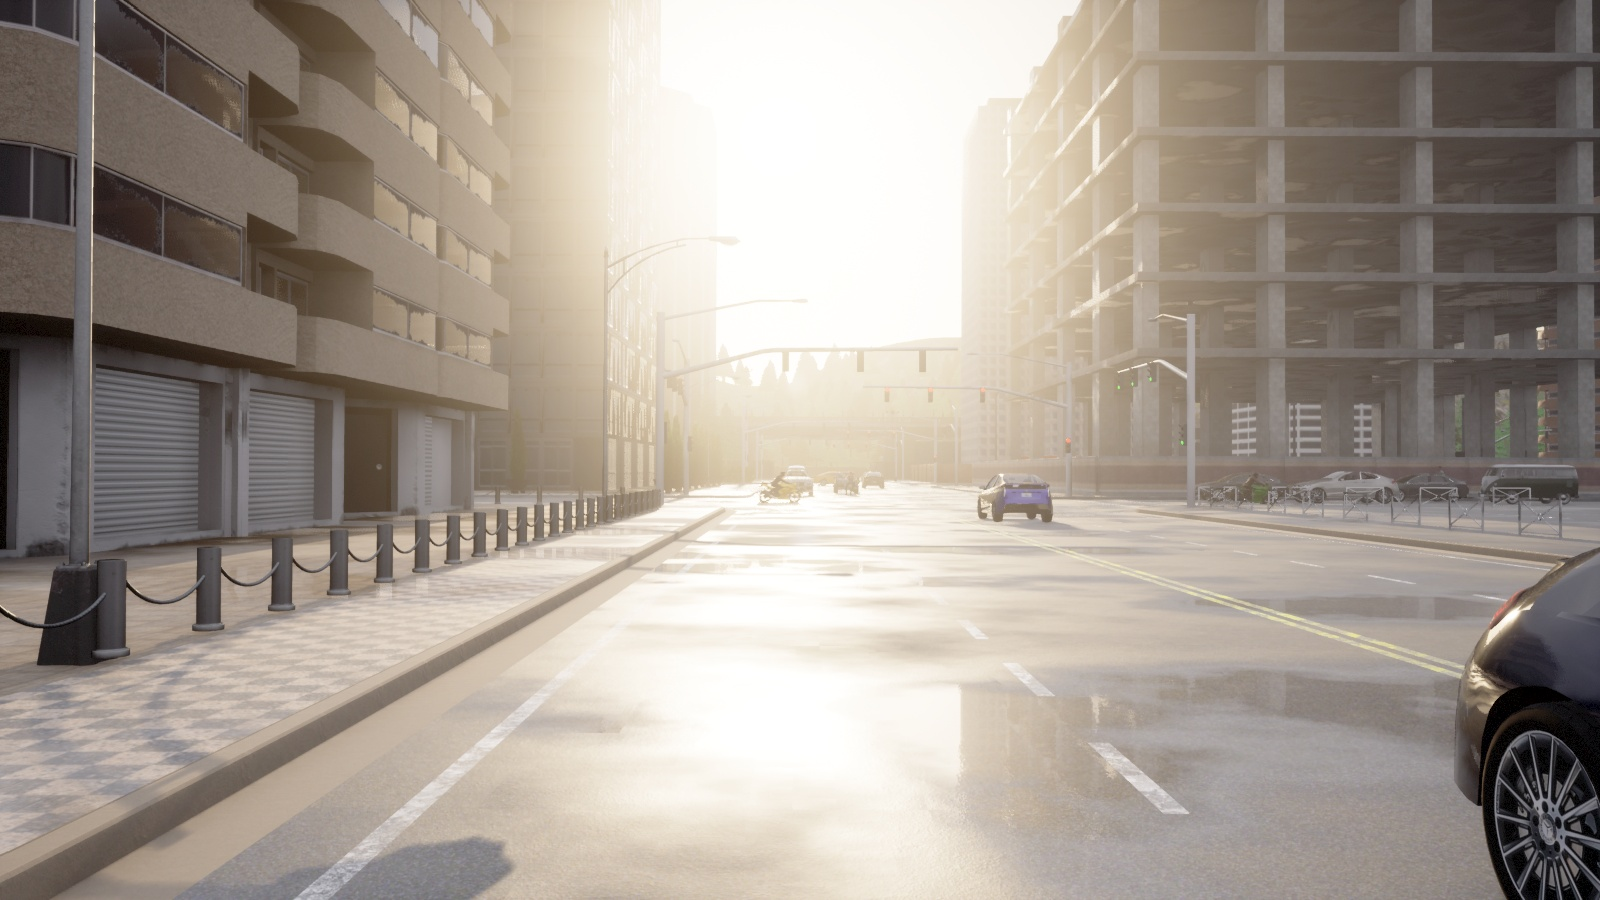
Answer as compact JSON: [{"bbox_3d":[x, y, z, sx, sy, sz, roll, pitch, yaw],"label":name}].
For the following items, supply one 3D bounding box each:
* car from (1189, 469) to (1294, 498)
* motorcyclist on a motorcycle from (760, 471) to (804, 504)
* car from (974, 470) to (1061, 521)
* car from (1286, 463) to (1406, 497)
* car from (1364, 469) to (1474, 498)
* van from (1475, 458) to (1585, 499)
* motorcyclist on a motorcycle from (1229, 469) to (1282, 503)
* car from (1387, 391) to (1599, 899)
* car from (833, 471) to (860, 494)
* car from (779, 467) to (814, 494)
[{"bbox_3d":[23.227,1.780,66.199,4.892,1.490,1.837,0,-1,0],"label":"car"},{"bbox_3d":[-0.846,1.757,58.851,2.044,1.523,0.797,0,-1,-1],"label":"motorcyclist on a motorcycle"},{"bbox_3d":[6.893,1.409,40.286,2.007,1.525,4.514,0,-1,0],"label":"car"},{"bbox_3d":[27.222,1.480,62.726,5.027,1.651,2.152,0,-1,0],"label":"car"},{"bbox_3d":[32.643,1.743,66.259,4.892,1.490,1.837,0,-1,-1],"label":"car"},{"bbox_3d":[36.441,1.418,62.785,4.442,1.987,1.775,0,-1,0],"label":"van"},{"bbox_3d":[20.182,1.593,55.682,2.044,1.523,0.797,0,-1,0],"label":"motorcyclist on a motorcycle"},{"bbox_3d":[3.492,0.623,2.625,2.152,1.651,5.027,0,-1,0],"label":"car"},{"bbox_3d":[3.265,2.267,88.743,1.789,1.549,3.705,0,-1,0],"label":"car"},{"bbox_3d":[-0.211,1.928,79.617,2.152,1.651,5.027,0,-1,0],"label":"car"}]
